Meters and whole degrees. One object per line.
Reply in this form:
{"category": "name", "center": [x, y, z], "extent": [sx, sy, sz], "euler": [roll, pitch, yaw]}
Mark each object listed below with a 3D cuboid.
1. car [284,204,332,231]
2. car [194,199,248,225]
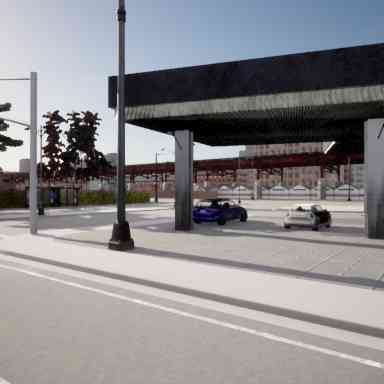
{"category": "car", "center": [7.112, 1.456, 20.206], "extent": [1.970, 1.475, 3.806], "euler": [0, 0, 37]}
{"category": "car", "center": [2.032, 1.295, 22.995], "extent": [2.242, 1.667, 4.611], "euler": [0, 0, 37]}
